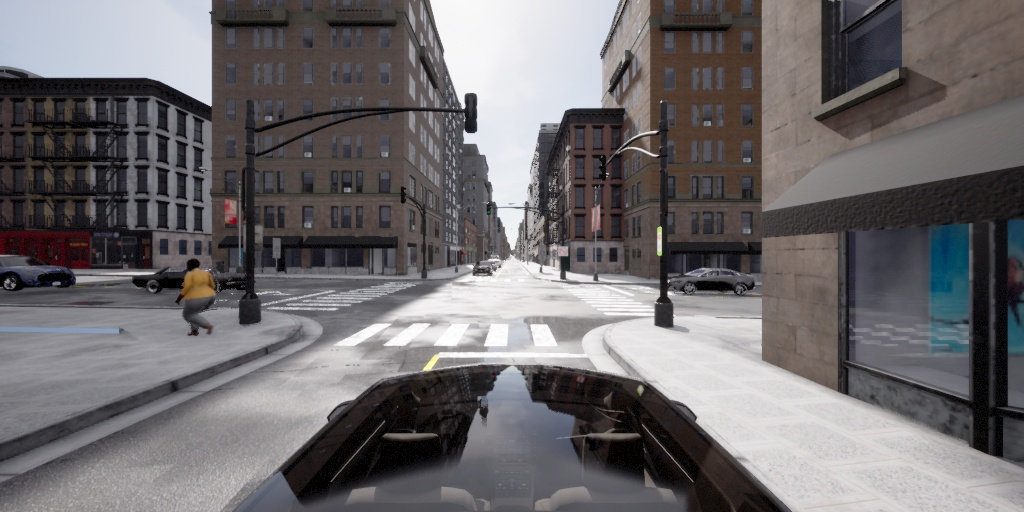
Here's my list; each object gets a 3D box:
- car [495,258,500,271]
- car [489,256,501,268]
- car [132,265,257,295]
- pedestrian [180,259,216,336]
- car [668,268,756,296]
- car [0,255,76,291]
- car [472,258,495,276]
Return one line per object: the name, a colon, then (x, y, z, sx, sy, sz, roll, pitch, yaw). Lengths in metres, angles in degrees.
car: (-3.037, 1.340, 47.931, 1.895, 1.301, 4.718, 0, 0, 0)
car: (-2.983, 0.956, 60.085, 2.150, 2.045, 5.566, 0, 0, 1)
car: (-15.394, 1.131, 17.590, 4.718, 1.301, 1.895, 1, 0, 0)
pedestrian: (-7.040, 0.891, 8.042, 0.375, 1.860, 0.375, 0, 0, 0)
car: (11.432, 1.451, 20.937, 4.902, 1.511, 2.128, 1, 0, 0)
car: (-24.585, 0.737, 17.630, 4.553, 1.767, 2.097, 1, 0, 1)
car: (-3.068, 1.248, 37.919, 1.837, 1.490, 4.892, 0, 0, 0)
